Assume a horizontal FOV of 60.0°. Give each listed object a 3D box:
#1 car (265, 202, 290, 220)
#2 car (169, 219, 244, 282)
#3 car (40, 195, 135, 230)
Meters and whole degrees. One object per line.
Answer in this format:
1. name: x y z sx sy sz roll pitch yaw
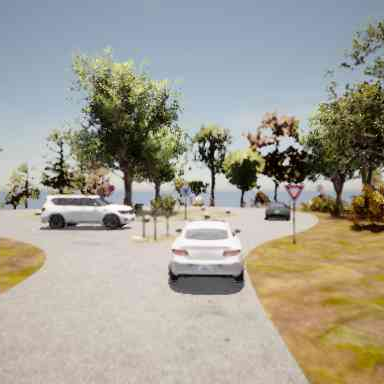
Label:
1. car: 7.223 1.537 28.179 1.994 1.385 4.181 0 0 15
2. car: 0.455 1.516 9.635 1.812 1.442 4.674 0 0 4
3. car: -6.361 1.203 20.449 5.566 2.045 2.150 0 0 3
